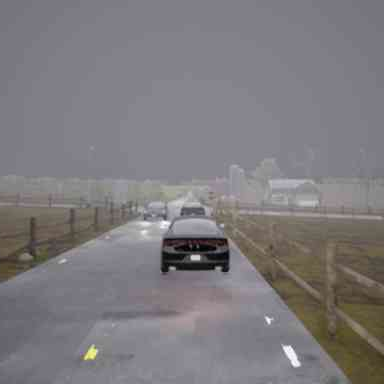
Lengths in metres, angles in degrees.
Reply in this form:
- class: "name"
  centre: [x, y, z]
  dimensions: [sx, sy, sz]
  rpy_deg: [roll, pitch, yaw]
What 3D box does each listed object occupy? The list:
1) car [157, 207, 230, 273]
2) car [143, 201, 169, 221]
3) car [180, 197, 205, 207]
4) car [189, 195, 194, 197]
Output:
- class: "car"
  centre: [0.075, 1.460, 10.686]
  dimensions: [1.882, 1.535, 5.008]
  rpy_deg: [0, 0, 0]
- class: "car"
  centre: [-2.854, 1.511, 27.430]
  dimensions: [1.812, 1.442, 4.674]
  rpy_deg: [0, 0, 1]
- class: "car"
  centre: [0.043, 1.463, 26.666]
  dimensions: [1.882, 1.535, 5.008]
  rpy_deg: [0, 0, 0]
- class: "car"
  centre: [-0.239, 1.709, 94.355]
  dimensions: [2.128, 1.511, 4.902]
  rpy_deg: [0, 0, 0]
